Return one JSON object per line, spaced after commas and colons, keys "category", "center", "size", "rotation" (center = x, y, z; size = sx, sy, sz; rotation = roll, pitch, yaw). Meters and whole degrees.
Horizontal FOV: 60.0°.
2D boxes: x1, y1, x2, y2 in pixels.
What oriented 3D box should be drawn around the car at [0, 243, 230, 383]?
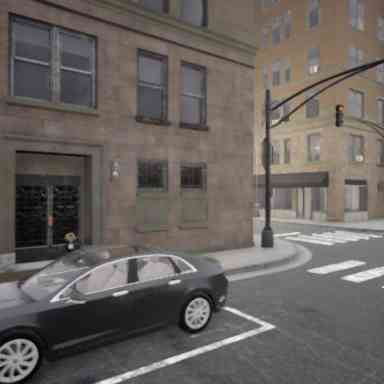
{"category": "car", "center": [-1.391, 1.555, 5.196], "size": [4.403, 1.369, 2.008], "rotation": [0, 0, -35]}
